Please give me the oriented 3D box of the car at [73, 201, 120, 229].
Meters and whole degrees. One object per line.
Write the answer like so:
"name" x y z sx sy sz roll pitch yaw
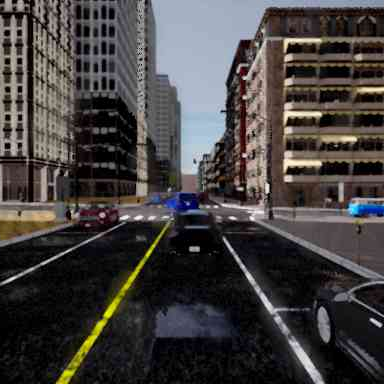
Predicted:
"car" -5.741 1.297 20.329 1.967 1.590 4.097 0 0 0

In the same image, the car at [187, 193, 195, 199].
"car" -0.203 1.000 82.312 1.994 1.385 4.181 0 0 0

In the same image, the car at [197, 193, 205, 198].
"car" 2.459 0.949 91.680 2.008 1.369 4.403 0 0 0

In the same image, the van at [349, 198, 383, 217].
"van" 16.853 1.489 31.121 3.998 1.788 1.690 1 -1 0

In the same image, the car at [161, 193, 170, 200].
"car" -5.879 1.026 74.836 1.752 1.417 4.829 0 0 0

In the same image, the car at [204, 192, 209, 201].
"car" 2.514 0.850 69.476 2.192 1.841 5.009 0 0 0

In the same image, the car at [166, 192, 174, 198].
"car" -5.922 0.837 91.657 1.967 1.590 4.097 0 0 0

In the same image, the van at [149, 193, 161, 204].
"van" -5.823 0.981 52.801 1.690 1.788 3.998 0 0 0

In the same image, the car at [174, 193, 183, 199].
"car" -3.200 0.948 79.798 1.882 1.535 5.008 0 0 0

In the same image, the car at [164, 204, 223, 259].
"car" 0.070 1.418 12.187 1.837 1.490 4.892 0 0 0

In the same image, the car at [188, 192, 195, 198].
"car" -0.230 0.722 92.316 1.882 1.535 5.008 0 0 0

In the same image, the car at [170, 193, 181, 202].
"car" -3.184 1.045 64.318 1.882 1.535 5.008 0 0 0

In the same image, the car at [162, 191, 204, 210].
"car" -0.952 1.034 28.794 2.150 2.045 5.566 1 0 -14

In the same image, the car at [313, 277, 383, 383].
"car" 2.683 1.526 3.405 2.008 1.369 4.403 0 0 0

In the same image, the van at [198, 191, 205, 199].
"van" 2.472 0.773 86.129 1.690 1.788 3.998 0 0 0
